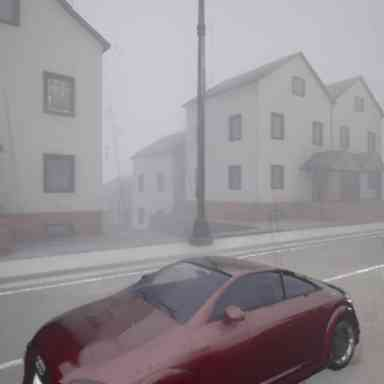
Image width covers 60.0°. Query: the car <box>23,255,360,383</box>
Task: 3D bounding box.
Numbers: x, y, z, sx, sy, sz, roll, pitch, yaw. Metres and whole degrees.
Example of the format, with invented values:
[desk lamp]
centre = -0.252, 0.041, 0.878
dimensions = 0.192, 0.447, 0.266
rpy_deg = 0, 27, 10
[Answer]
[car]
centre = 0.230, 1.569, 4.159
dimensions = 4.181, 1.385, 1.994
rpy_deg = 0, 0, -36
